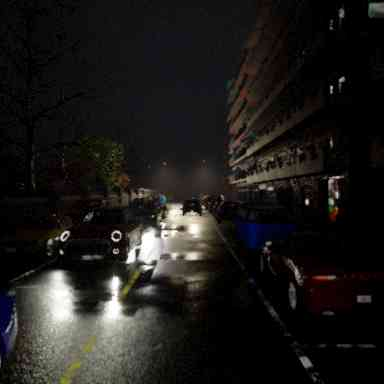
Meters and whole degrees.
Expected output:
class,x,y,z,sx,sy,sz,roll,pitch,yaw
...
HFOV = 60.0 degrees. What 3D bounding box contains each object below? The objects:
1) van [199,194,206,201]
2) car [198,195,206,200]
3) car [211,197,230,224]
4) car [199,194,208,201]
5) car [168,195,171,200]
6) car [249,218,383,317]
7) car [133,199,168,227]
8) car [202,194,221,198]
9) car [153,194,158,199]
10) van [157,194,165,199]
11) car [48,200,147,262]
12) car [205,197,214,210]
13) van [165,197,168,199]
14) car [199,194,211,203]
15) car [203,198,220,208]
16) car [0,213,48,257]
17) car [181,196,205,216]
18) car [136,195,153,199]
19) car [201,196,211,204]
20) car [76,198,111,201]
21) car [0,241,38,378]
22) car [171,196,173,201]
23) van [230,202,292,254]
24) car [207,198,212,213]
class,x,y,z,sx,sy,sz,roll,pitch,yaw
van,2.686,1.299,86.249,1.690,1.788,3.998,0,0,0
car,2.684,1.527,91.879,1.947,1.339,4.313,0,0,0
car,2.691,1.406,24.317,1.967,1.590,4.097,0,0,0
car,2.685,1.395,80.618,1.967,1.590,4.097,0,0,0
car,-5.693,1.497,63.727,2.008,1.369,4.403,0,0,0
car,2.692,1.533,7.426,1.887,1.381,4.507,0,0,0
car,-3.074,1.460,22.276,2.128,1.511,4.902,0,0,0
car,2.690,1.267,41.207,2.192,1.841,5.009,0,0,0
car,-5.691,1.392,41.206,1.967,1.590,4.097,0,0,0
van,-5.692,1.287,52.467,1.690,1.788,3.998,0,0,0
car,-3.082,1.333,12.022,2.097,1.767,4.553,0,0,0
car,2.690,1.501,35.577,1.887,1.381,4.507,0,0,0
van,-5.692,1.287,58.096,1.690,1.788,3.998,0,0,0
car,2.687,1.263,69.357,2.192,1.841,5.009,0,0,0
car,2.688,1.499,46.838,2.008,1.369,4.403,0,0,0
car,-5.688,1.505,12.886,1.752,1.417,4.829,0,0,0
car,0.008,1.464,31.990,1.837,1.490,4.892,0,0,0
car,-5.691,1.396,35.577,1.967,1.590,4.097,0,0,0
car,2.687,1.528,63.728,1.802,1.307,4.206,0,0,0
car,-5.689,1.287,18.686,2.192,1.841,5.009,0,0,0
car,-3.089,1.474,2.036,1.882,1.535,5.008,0,0,0
car,-5.695,1.483,86.078,1.752,1.417,4.829,0,0,0
van,2.692,1.321,13.056,1.690,1.788,3.998,0,0,0
car,2.690,1.512,29.947,2.008,1.369,4.403,0,0,0
